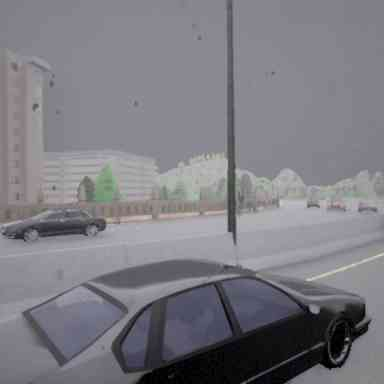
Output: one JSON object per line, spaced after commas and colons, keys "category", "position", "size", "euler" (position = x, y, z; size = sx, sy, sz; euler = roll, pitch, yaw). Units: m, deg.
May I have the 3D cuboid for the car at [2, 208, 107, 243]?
{"category": "car", "position": [-6.734, 1.584, 16.706], "size": [4.892, 1.490, 1.837], "euler": [0, 0, -39]}

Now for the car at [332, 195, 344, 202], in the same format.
{"category": "car", "position": [33.357, 1.418, 76.092], "size": [1.812, 1.442, 4.674], "euler": [-1, 0, 15]}

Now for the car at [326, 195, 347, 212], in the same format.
{"category": "car", "position": [18.087, 1.491, 41.548], "size": [2.097, 1.767, 4.553], "euler": [-1, 0, 27]}

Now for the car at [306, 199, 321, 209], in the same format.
{"category": "car", "position": [18.452, 1.753, 50.352], "size": [2.033, 1.411, 5.357], "euler": [-1, -1, 23]}

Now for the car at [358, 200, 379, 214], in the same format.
{"category": "car", "position": [20.022, 1.628, 37.751], "size": [1.812, 1.442, 4.674], "euler": [0, -1, 29]}

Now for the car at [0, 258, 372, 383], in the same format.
{"category": "car", "position": [0.034, 1.561, 3.941], "size": [5.357, 1.411, 2.033], "euler": [0, 0, -38]}
